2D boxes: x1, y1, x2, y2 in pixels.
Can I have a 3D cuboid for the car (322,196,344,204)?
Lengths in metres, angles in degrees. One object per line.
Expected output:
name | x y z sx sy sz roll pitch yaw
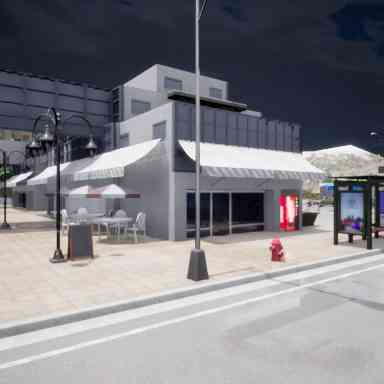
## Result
car | 28.404 1.489 66.928 4.514 1.523 2.007 0 0 -36

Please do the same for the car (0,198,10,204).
car | -37.236 1.787 67.325 4.718 1.301 1.895 0 0 -36

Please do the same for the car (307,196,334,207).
car | 19.131 1.345 48.810 5.027 1.636 2.152 0 0 -36
